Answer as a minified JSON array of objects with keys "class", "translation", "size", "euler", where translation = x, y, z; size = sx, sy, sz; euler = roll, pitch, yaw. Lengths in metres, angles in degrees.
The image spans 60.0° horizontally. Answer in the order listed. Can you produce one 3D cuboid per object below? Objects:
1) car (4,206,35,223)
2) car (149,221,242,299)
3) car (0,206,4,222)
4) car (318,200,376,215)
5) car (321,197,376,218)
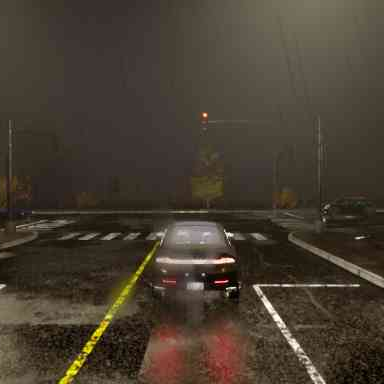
[{"class":"car","translation":[-14.672,1.703,25.398],"size":[4.718,1.301,1.895],"euler":[0,1,1]},{"class":"car","translation":[0.084,1.489,8.436],"size":[2.128,1.511,4.902],"euler":[0,0,1]},{"class":"car","translation":[-15.770,1.643,22.157],"size":[4.902,1.511,2.128],"euler":[-1,1,1]},{"class":"car","translation":[14.752,1.429,31.820],"size":[4.718,1.301,1.895],"euler":[0,1,-2]},{"class":"car","translation":[13.147,1.232,28.539],"size":[4.553,1.767,2.097],"euler":[0,1,-1]}]
